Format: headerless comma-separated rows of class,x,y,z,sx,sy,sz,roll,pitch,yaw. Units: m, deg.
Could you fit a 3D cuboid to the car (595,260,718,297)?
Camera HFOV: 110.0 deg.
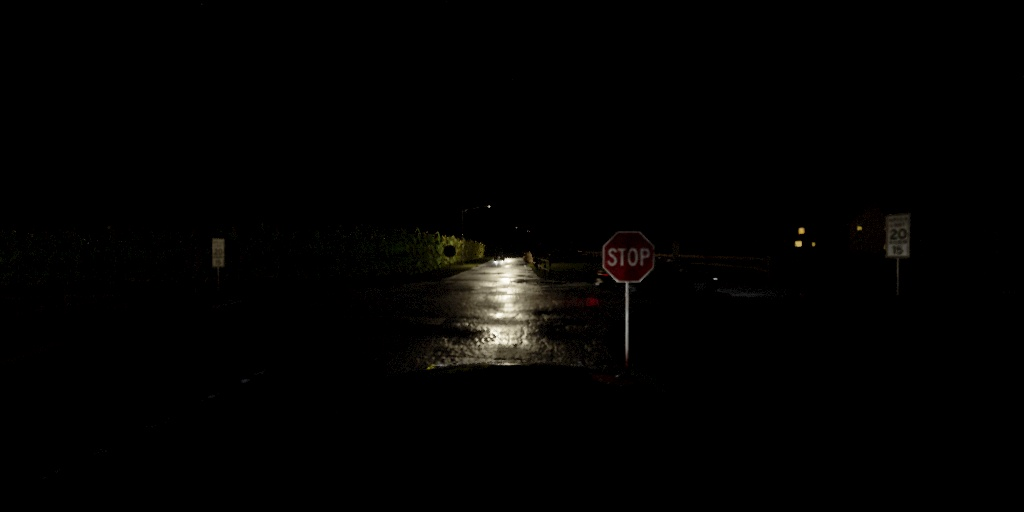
car,6.032,0.880,15.159,4.892,1.490,1.837,-1,0,0
